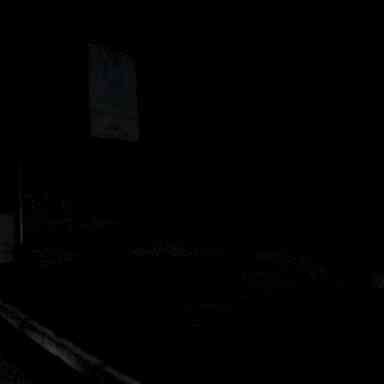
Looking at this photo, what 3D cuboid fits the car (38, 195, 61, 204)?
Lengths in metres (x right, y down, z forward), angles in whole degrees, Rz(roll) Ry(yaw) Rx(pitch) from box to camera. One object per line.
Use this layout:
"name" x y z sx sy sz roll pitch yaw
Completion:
"car" -23.286 1.214 54.454 1.994 1.385 4.181 -3 0 10

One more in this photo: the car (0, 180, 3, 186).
"car" -48.867 -1.972 80.611 2.185 1.767 4.553 -3 -2 0

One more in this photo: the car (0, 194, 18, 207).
"car" -23.527 1.017 41.672 2.097 1.767 4.553 -3 0 -3
